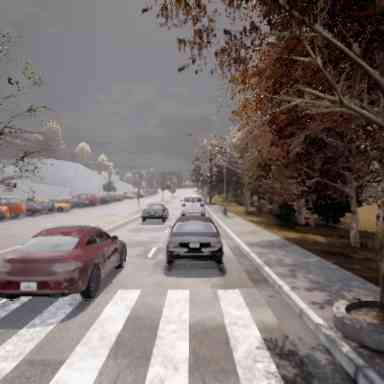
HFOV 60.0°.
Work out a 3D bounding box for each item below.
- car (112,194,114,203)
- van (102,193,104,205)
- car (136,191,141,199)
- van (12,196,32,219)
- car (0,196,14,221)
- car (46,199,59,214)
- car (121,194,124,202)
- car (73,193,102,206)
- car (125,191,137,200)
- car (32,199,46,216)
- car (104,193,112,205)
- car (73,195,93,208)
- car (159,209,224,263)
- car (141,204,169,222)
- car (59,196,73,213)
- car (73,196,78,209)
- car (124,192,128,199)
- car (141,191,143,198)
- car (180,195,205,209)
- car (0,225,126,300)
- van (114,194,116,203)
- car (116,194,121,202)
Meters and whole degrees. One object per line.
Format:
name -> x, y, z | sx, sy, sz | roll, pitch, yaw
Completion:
car -> -16.871, 1.424, 58.800 | 4.892, 1.521, 2.231 | -1, 1, -20
van -> -16.773, 1.253, 52.877 | 4.442, 1.987, 1.878 | -1, 0, -20
car -> -17.040, 1.126, 88.694 | 5.366, 1.575, 1.946 | -1, 1, -20
van -> -16.780, 1.364, 29.007 | 4.442, 1.987, 1.878 | -1, -1, -20
car -> -16.859, 1.457, 25.979 | 4.553, 1.767, 2.185 | -1, 0, -20
car -> -16.910, 1.622, 34.911 | 4.792, 1.488, 2.163 | -1, 0, -20
car -> -16.870, 1.375, 67.747 | 4.674, 1.452, 2.002 | -1, 1, -20
car -> -16.909, 1.258, 49.834 | 5.566, 2.045, 2.435 | -1, 1, -20
car -> -16.844, 1.217, 82.771 | 4.792, 1.488, 2.163 | -1, 0, -20
car -> -16.879, 1.632, 31.939 | 4.674, 1.452, 2.002 | -1, 0, -20
car -> -16.856, 1.200, 55.830 | 5.566, 2.045, 2.435 | -1, 0, -20
car -> -16.876, 1.573, 46.865 | 4.674, 1.452, 2.002 | -1, 1, -20
car -> 0.082, 1.574, 11.966 | 2.033, 1.411, 5.357 | 0, 0, 0
car -> -2.925, 1.640, 27.080 | 2.033, 1.411, 5.357 | 0, 0, 0
car -> -16.711, 1.577, 37.980 | 5.366, 1.575, 1.946 | -1, 0, -20
car -> -16.854, 1.600, 40.908 | 4.792, 1.488, 2.163 | -1, 0, -20
car -> -16.848, 1.335, 70.766 | 4.792, 1.488, 2.163 | -1, 0, -20
car -> -16.872, 1.131, 91.767 | 4.674, 1.452, 2.002 | -1, 0, -20
car -> 0.085, 1.320, 31.321 | 2.150, 2.045, 5.566 | 0, 0, 0
car -> -2.940, 1.541, 8.317 | 1.812, 1.442, 4.674 | 0, 0, 0
van -> -16.987, 1.169, 61.738 | 4.442, 1.987, 1.878 | -1, 1, -20
car -> -16.847, 1.238, 64.774 | 4.553, 1.767, 2.185 | -1, 1, -20
